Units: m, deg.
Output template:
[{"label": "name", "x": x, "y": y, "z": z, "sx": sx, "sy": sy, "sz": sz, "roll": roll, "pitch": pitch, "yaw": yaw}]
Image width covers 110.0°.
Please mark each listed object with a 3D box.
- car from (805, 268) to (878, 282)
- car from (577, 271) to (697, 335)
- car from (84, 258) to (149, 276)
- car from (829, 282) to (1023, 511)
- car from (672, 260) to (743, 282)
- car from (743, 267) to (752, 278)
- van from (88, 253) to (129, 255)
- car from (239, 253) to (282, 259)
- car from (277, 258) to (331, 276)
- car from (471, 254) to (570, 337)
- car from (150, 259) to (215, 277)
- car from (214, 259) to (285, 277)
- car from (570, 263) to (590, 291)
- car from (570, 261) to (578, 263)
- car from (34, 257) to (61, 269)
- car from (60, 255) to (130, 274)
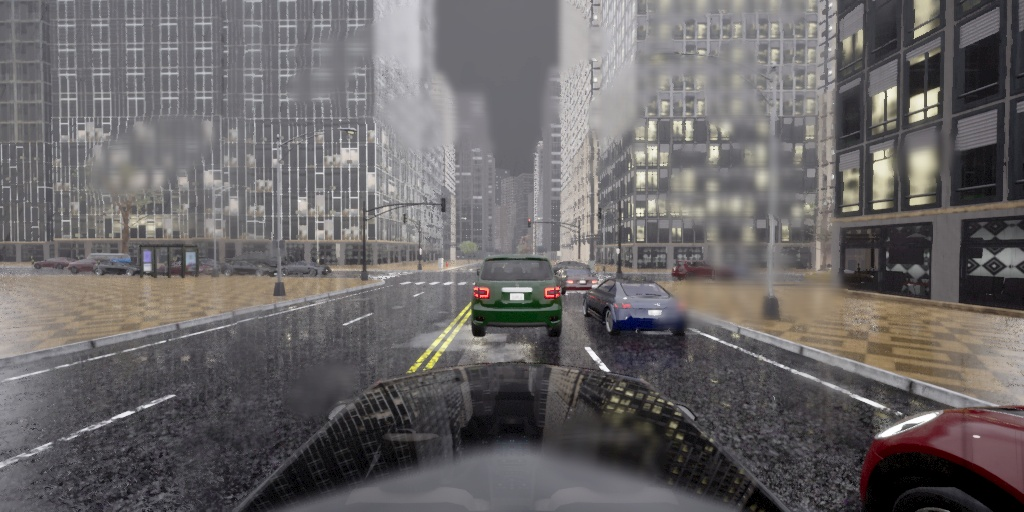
[{"label": "car", "x": 27.694, "y": 1.578, "z": 30.307, "sx": 4.829, "sy": 1.417, "sz": 1.751, "roll": 0, "pitch": 0, "yaw": 1}, {"label": "car", "x": 3.372, "y": 1.310, "z": 10.488, "sx": 1.994, "sy": 1.385, "sz": 4.181, "roll": 0, "pitch": 0, "yaw": -1}, {"label": "car", "x": -34.042, "y": 1.069, "z": 31.450, "sx": 4.313, "sy": 1.339, "sz": 1.948, "roll": 0, "pitch": 0, "yaw": 1}, {"label": "car", "x": 3.344, "y": 1.103, "z": 0.444, "sx": 2.097, "sy": 1.767, "sz": 4.553, "roll": 0, "pitch": 0, "yaw": 0}, {"label": "car", "x": 16.246, "y": 1.269, "z": 30.524, "sx": 5.009, "sy": 1.841, "sz": 2.192, "roll": 0, "pitch": 0, "yaw": 1}, {"label": "car", "x": 21.717, "y": 1.472, "z": 36.197, "sx": 4.181, "sy": 1.385, "sz": 1.994, "roll": 0, "pitch": 1, "yaw": 1}, {"label": "van", "x": -45.217, "y": 0.605, "z": 40.131, "sx": 3.998, "sy": 1.789, "sz": 1.690, "roll": 0, "pitch": 0, "yaw": 1}, {"label": "car", "x": -26.595, "y": 0.698, "z": 37.113, "sx": 5.566, "sy": 2.045, "sz": 2.150, "roll": 1, "pitch": 1, "yaw": 1}, {"label": "car", "x": -19.406, "y": 1.157, "z": 33.758, "sx": 4.181, "sy": 1.385, "sz": 1.994, "roll": 1, "pitch": 1, "yaw": 1}, {"label": "car", "x": 0.115, "y": 0.967, "z": 10.394, "sx": 2.150, "sy": 2.045, "sz": 5.566, "roll": 0, "pitch": 0, "yaw": 0}, {"label": "car", "x": -28.361, "y": 1.138, "z": 31.267, "sx": 4.207, "sy": 1.307, "sz": 1.802, "roll": 0, "pitch": 0, "yaw": 1}, {"label": "car", "x": -22.678, "y": 1.174, "z": 31.123, "sx": 4.313, "sy": 1.339, "sz": 1.948, "roll": 0, "pitch": 0, "yaw": 1}, {"label": "car", "x": 3.385, "y": 1.288, "z": 19.730, "sx": 2.033, "sy": 1.411, "sz": 5.357, "roll": 0, "pitch": 0, "yaw": 0}, {"label": "car", "x": 5.467, "y": 1.272, "z": 36.499, "sx": 4.892, "sy": 1.490, "sz": 1.837, "roll": 1, "pitch": 1, "yaw": 1}, {"label": "car", "x": -50.899, "y": 0.793, "z": 40.257, "sx": 4.207, "sy": 1.307, "sz": 1.802, "roll": 0, "pitch": 0, "yaw": 1}, {"label": "car", "x": -39.447, "y": 0.937, "z": 34.207, "sx": 4.674, "sy": 1.442, "sz": 1.812, "roll": 1, "pitch": 1, "yaw": 2}]
